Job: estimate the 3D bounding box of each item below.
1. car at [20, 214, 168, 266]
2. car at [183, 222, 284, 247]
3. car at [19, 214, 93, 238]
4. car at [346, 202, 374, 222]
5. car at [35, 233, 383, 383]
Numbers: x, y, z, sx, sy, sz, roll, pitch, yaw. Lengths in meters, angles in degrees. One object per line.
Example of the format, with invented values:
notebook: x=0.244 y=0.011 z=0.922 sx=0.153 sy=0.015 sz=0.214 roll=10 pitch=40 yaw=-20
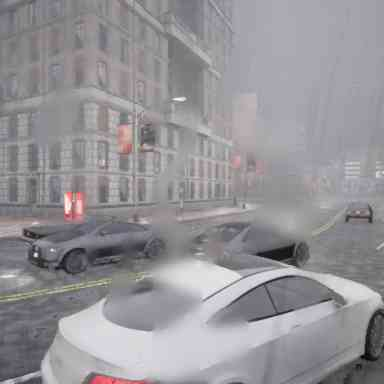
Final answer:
car: x=-2.810 y=1.554 z=10.502 sx=4.181 sy=1.385 sz=1.994 roll=0 pitch=0 yaw=-42
car: x=1.661 y=1.558 z=9.649 sx=4.181 sy=1.385 sz=1.994 roll=0 pitch=0 yaw=-43
car: x=-4.359 y=1.588 z=13.663 sx=4.718 sy=1.301 sz=1.895 roll=0 pitch=0 yaw=-43
car: x=13.272 y=1.536 z=26.393 sx=2.033 sy=1.411 sz=5.357 roll=0 pitch=0 yaw=28
car: x=0.688 y=1.524 z=4.110 sx=4.674 sy=1.442 sz=1.812 roll=0 pitch=0 yaw=-39
